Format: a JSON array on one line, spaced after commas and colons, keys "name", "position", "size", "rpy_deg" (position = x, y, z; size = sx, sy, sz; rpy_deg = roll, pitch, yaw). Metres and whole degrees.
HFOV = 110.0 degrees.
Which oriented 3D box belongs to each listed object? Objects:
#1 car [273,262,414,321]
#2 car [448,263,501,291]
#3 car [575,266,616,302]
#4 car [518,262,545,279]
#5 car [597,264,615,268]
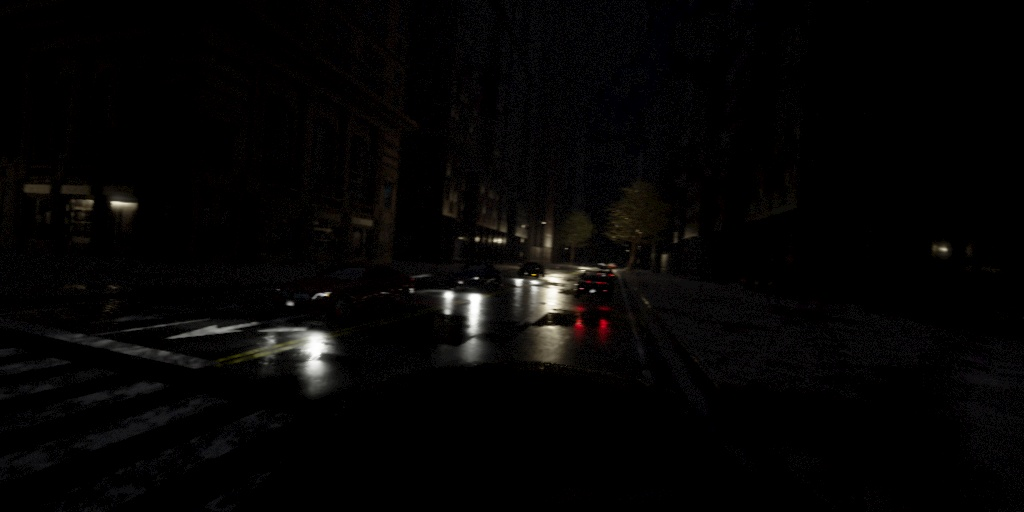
[{"name": "car", "position": [-4.755, 0.925, 10.980], "size": [1.812, 1.442, 4.674], "rpy_deg": [4, 0, 16]}, {"name": "car", "position": [-1.975, 1.110, 20.657], "size": [1.812, 1.442, 4.674], "rpy_deg": [4, 0, 16]}, {"name": "car", "position": [4.625, 1.549, 19.777], "size": [2.128, 1.511, 4.902], "rpy_deg": [4, 0, 16]}, {"name": "car", "position": [1.950, 1.349, 34.247], "size": [1.837, 1.490, 4.892], "rpy_deg": [4, 0, 16]}, {"name": "car", "position": [9.844, 1.948, 37.959], "size": [2.033, 1.411, 5.357], "rpy_deg": [4, 0, 16]}]
